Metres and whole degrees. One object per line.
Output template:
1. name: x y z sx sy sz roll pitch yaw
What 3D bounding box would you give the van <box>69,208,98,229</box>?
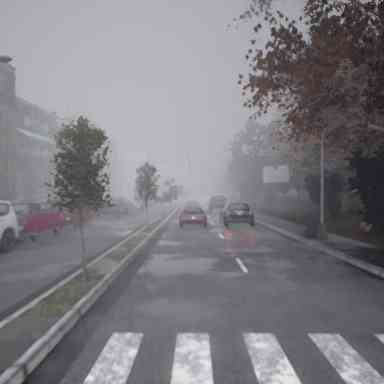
1. van: -8.099 1.393 22.387 1.878 1.987 4.442 0 0 0

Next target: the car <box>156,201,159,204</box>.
1. car: -7.903 1.740 61.334 2.231 1.521 4.892 0 0 0

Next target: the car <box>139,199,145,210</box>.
1. car: -7.988 1.744 44.691 2.002 1.452 4.674 0 0 0

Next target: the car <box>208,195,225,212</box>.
1. car: 3.230 1.439 42.101 2.150 2.045 5.566 0 0 0

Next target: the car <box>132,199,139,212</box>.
1. car: -8.015 1.717 39.112 2.163 1.488 4.792 0 0 0

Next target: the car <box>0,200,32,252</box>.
1. car: -8.154 1.307 11.383 2.435 2.045 5.566 0 0 0

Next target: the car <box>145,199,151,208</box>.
1. car: -7.958 1.748 50.206 2.163 1.488 4.792 0 0 0

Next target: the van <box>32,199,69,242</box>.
1. van: -8.128 1.364 16.840 1.878 1.987 4.442 0 0 0

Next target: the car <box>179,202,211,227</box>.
1. car: 0.087 1.706 24.395 1.994 1.385 4.181 0 0 0

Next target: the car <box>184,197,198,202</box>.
1. car: 0.081 1.763 41.890 2.033 1.411 5.357 0 0 0

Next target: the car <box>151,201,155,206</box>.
1. car: -7.931 1.770 55.783 2.002 1.452 4.674 0 0 0

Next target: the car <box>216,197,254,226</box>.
1. car: 3.237 1.496 24.744 2.097 1.767 4.553 0 0 0

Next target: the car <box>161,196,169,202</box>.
1. car: -7.609 1.778 81.922 2.163 1.488 4.792 0 0 3

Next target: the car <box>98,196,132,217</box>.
1. car: -8.044 1.416 33.568 2.435 2.045 5.566 0 0 0
